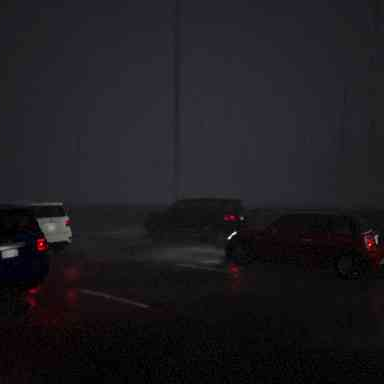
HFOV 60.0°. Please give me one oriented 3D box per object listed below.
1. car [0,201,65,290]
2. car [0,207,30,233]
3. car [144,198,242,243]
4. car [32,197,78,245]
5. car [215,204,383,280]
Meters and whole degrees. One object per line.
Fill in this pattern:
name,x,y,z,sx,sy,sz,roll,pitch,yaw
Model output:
car,-5.757,1.317,8.098,5.566,2.045,2.150,0,0,36
car,-13.147,1.785,21.968,5.357,1.411,2.033,-1,0,35
car,0.114,1.320,16.800,5.566,2.045,2.150,0,0,36
car,-7.188,1.361,13.418,5.566,2.045,2.150,0,0,36
car,3.279,1.383,10.252,4.553,1.767,2.097,-1,0,35
